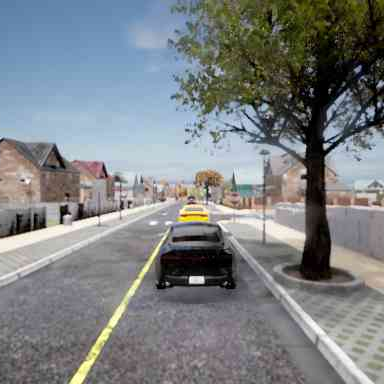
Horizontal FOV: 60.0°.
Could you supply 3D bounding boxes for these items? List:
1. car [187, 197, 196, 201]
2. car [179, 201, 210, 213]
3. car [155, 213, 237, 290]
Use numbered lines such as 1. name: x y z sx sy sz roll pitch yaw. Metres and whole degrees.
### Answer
1. car: -0.103 2.323 75.454 1.895 1.301 4.718 0 -1 0
2. car: 0.167 1.613 22.093 1.882 1.535 5.008 0 -1 1
3. car: 0.087 1.551 9.153 1.837 1.490 4.892 0 0 0
